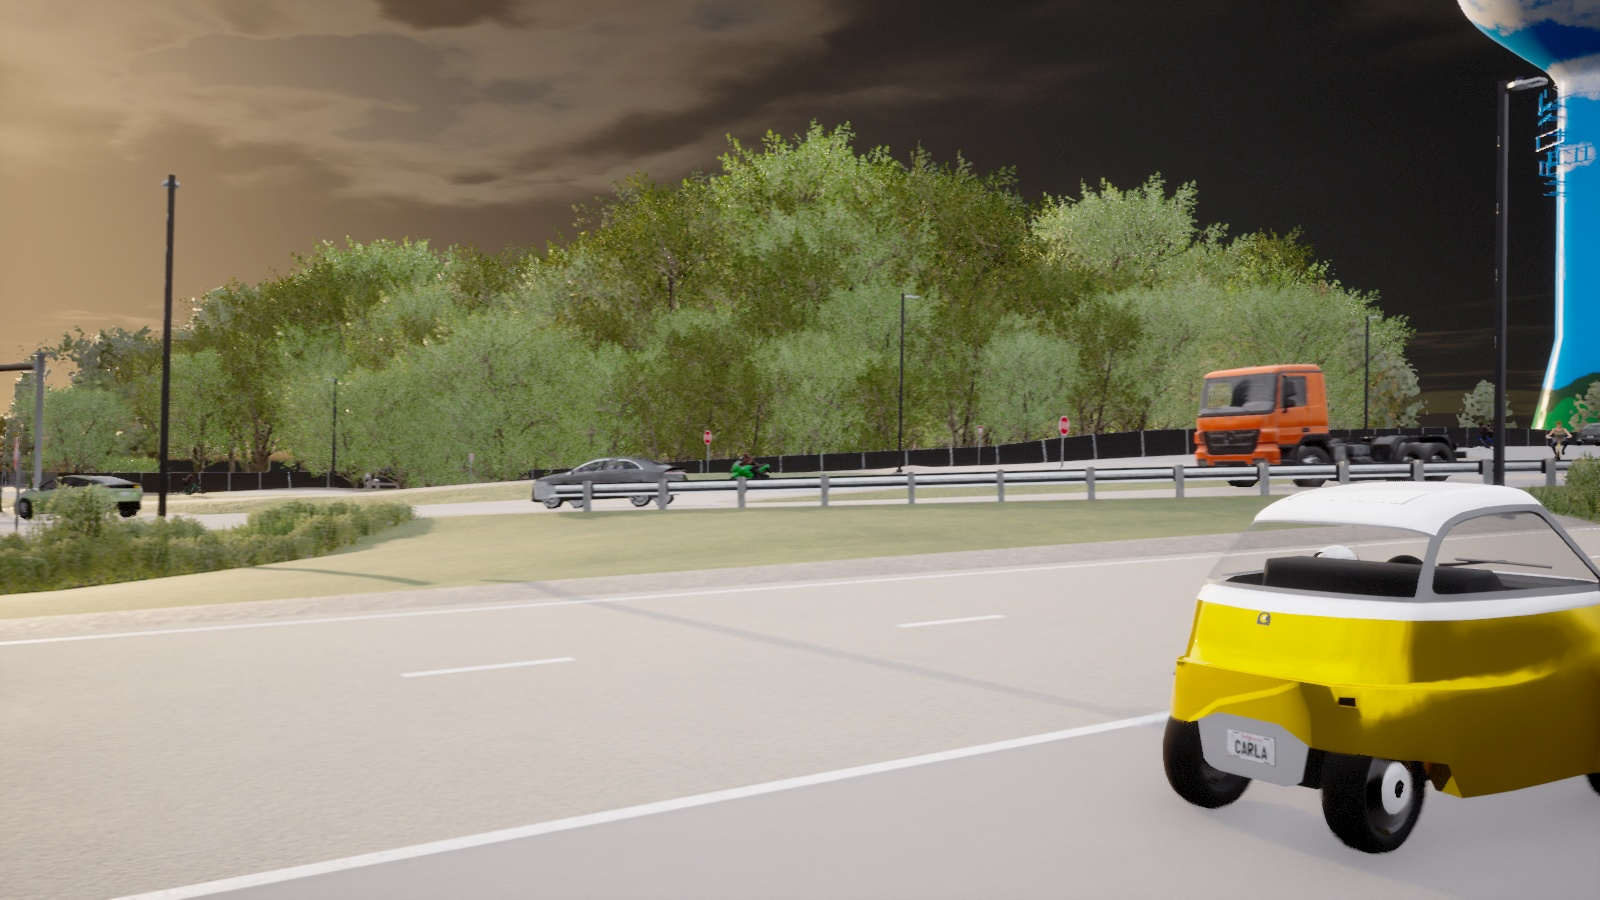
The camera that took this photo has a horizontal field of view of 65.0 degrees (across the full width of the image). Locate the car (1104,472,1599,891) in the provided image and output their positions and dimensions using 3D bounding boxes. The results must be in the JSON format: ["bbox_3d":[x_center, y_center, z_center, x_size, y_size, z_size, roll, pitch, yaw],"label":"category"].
[{"bbox_3d":[2.661,0.808,5.510,2.207,1.376,1.481,0,0,-35],"label":"car"}]

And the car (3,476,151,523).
[{"bbox_3d":[-25.150,1.717,43.701,4.514,1.525,2.007,-2,-2,19],"label":"car"}]

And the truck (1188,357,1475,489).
[{"bbox_3d":[15.182,-0.803,35.742,7.936,3.462,2.891,-2,0,-26],"label":"truck"}]

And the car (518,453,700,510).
[{"bbox_3d":[-5.697,0.962,37.590,4.902,1.511,2.128,-2,-2,18],"label":"car"}]

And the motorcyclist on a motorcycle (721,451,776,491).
[{"bbox_3d":[-2.099,0.835,51.267,2.044,1.523,0.797,-3,2,-34],"label":"motorcyclist on a motorcycle"}]
